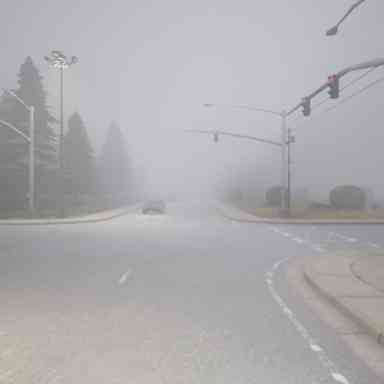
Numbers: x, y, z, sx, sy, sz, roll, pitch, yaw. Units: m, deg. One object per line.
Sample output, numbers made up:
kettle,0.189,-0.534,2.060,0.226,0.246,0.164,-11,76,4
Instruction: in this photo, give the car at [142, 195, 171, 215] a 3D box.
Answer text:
car,-3.409,1.319,30.936,2.033,1.411,5.357,0,0,0

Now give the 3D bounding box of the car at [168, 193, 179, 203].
car,-3.331,0.895,56.682,2.097,1.767,4.553,0,0,0
